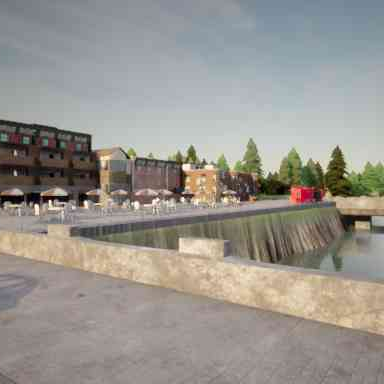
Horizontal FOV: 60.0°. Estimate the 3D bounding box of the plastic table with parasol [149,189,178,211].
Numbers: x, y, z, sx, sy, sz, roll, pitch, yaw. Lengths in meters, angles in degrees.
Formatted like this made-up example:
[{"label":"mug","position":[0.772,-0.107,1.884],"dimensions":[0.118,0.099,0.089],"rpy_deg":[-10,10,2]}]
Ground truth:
[{"label":"plastic table with parasol","position":[-3.379,0.921,39.484],"dimensions":[2.482,2.480,2.482],"rpy_deg":[0,0,36]}]
